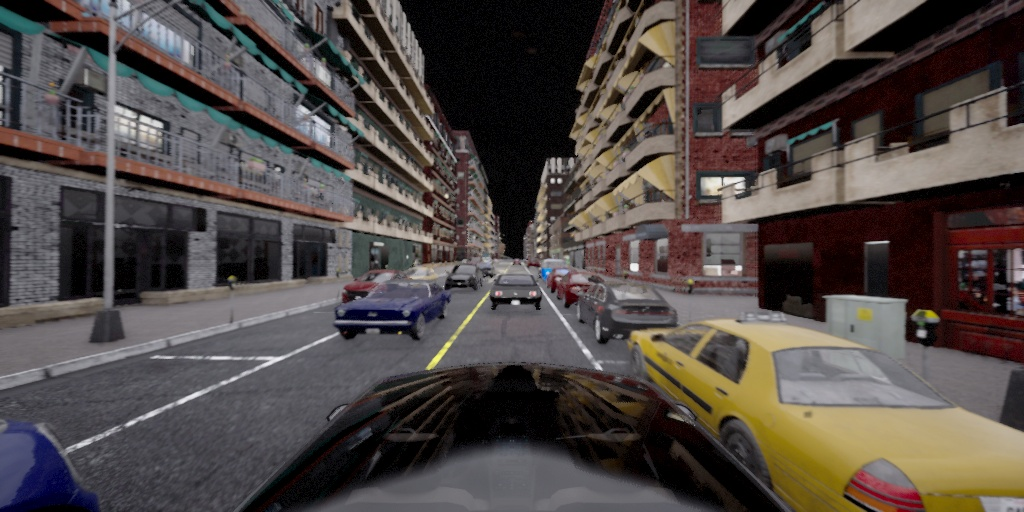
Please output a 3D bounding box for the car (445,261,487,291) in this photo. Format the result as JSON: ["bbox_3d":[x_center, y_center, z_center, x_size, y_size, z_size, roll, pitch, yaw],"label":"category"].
[{"bbox_3d":[-2.818,1.249,21.855,1.837,1.490,4.892,0,0,1],"label":"car"}]

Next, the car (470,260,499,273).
[{"bbox_3d":[-2.556,1.326,33.689,2.033,1.411,5.357,0,0,1],"label":"car"}]

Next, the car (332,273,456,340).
[{"bbox_3d":[-3.006,1.336,10.024,1.895,1.301,4.718,0,0,1],"label":"car"}]

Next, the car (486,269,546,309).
[{"bbox_3d":[0.169,1.359,14.900,1.895,1.301,4.718,0,0,1],"label":"car"}]

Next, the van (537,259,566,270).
[{"bbox_3d":[3.026,1.127,26.418,1.690,1.789,3.998,0,0,1],"label":"van"}]

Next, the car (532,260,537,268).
[{"bbox_3d":[3.109,1.343,32.080,2.007,1.370,4.403,0,0,1],"label":"car"}]

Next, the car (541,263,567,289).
[{"bbox_3d":[2.944,1.326,20.756,1.888,1.381,4.507,0,0,1],"label":"car"}]

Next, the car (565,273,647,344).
[{"bbox_3d":[2.777,1.322,9.433,2.007,1.370,4.403,0,0,1],"label":"car"}]

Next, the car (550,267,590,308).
[{"bbox_3d":[2.861,1.321,15.095,1.888,1.381,4.507,0,0,1],"label":"car"}]

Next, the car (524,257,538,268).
[{"bbox_3d":[3.525,1.147,60.386,2.192,1.841,5.009,0,0,1],"label":"car"}]

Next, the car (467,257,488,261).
[{"bbox_3d":[-5.021,1.077,49.186,2.192,1.841,5.009,0,0,1],"label":"car"}]

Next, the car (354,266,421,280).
[{"bbox_3d":[-5.519,1.268,15.218,1.888,1.381,4.507,0,0,1],"label":"car"}]

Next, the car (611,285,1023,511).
[{"bbox_3d":[2.700,1.294,4.168,1.751,1.417,4.829,0,0,1],"label":"car"}]

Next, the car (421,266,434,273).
[{"bbox_3d":[-5.438,1.253,20.709,1.751,1.417,4.829,0,0,1],"label":"car"}]
